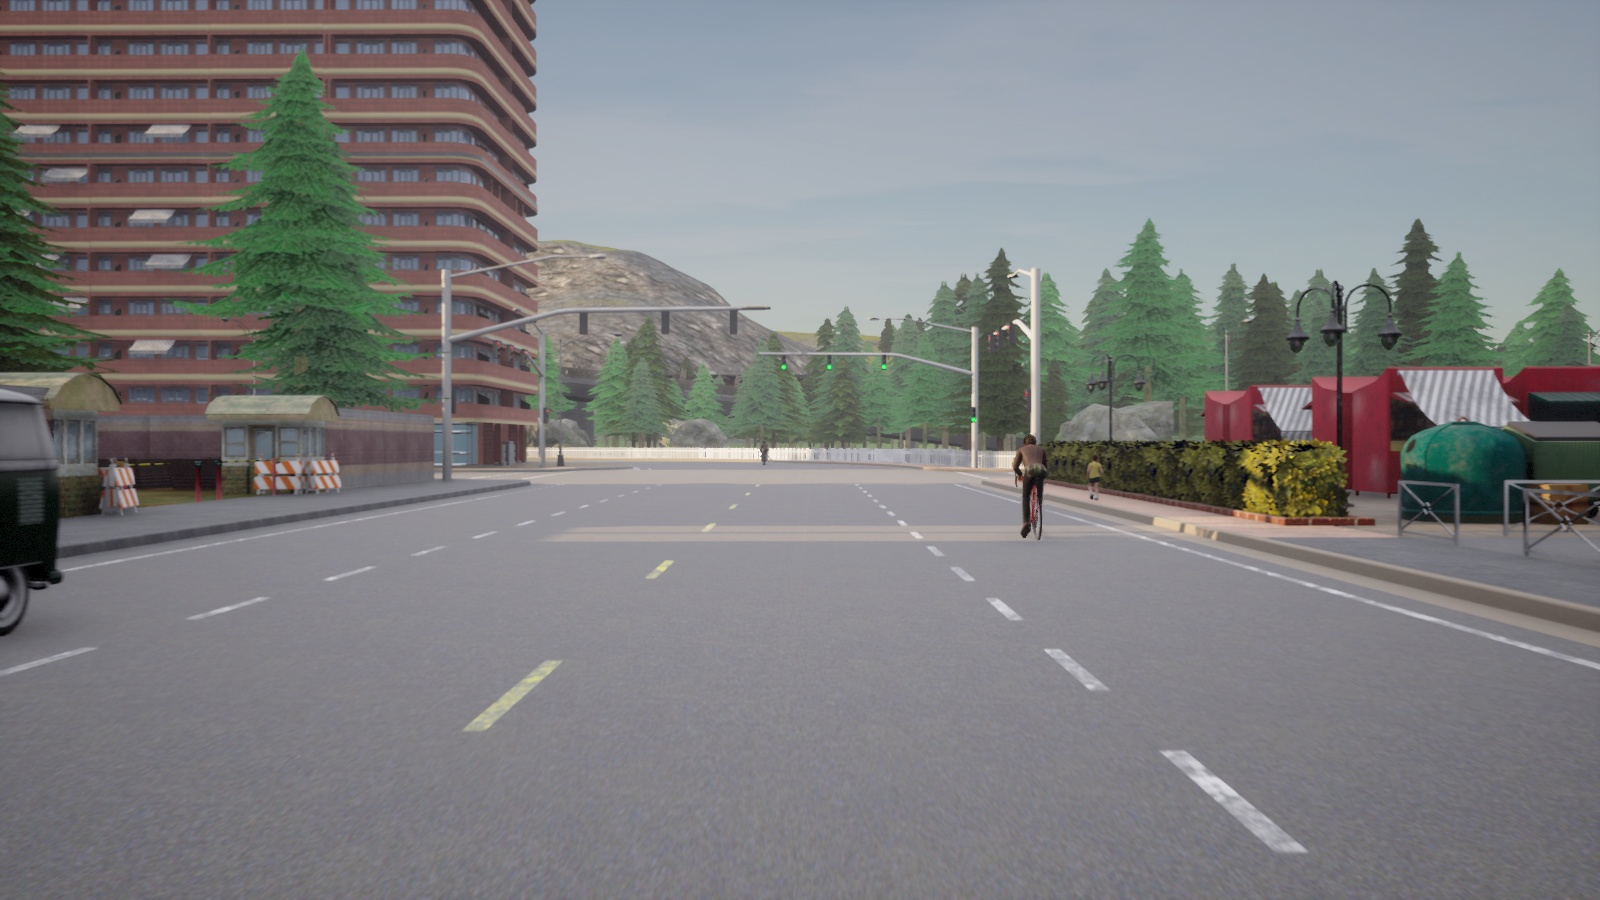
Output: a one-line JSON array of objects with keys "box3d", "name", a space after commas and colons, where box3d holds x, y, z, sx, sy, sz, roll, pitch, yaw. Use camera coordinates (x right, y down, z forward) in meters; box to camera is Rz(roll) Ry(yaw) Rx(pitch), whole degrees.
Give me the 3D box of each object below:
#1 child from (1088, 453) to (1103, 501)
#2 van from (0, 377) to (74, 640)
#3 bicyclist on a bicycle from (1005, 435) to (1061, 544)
[{"box3d": [6.842, 0.622, 29.082, 0.255, 1.110, 0.394, 0, 0, 2], "name": "child"}, {"box3d": [-6.938, 0.447, 8.220, 1.775, 1.987, 4.442, 0, 0, 0], "name": "van"}, {"box3d": [3.627, 0.591, 19.657, 0.582, 1.620, 1.656, 0, 0, 0], "name": "bicyclist on a bicycle"}]
